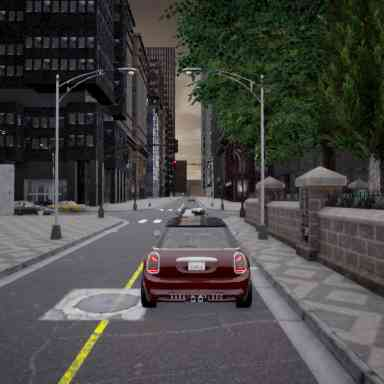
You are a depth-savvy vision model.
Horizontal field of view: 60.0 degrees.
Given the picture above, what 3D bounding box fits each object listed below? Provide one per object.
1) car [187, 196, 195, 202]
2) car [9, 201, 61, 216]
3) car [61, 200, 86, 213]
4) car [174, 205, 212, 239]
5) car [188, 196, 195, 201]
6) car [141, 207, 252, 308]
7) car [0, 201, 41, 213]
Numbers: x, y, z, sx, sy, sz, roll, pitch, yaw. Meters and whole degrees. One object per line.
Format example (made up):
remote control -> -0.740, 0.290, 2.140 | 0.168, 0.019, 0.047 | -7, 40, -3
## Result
car -> -0.172, 1.732, 79.721 | 2.033, 1.411, 5.357 | 0, 0, 0
car -> -14.702, 1.518, 30.156 | 4.403, 1.369, 2.008 | 0, -1, 0
car -> -14.852, 1.676, 38.680 | 4.829, 1.417, 1.752 | 0, -1, 0
car -> 0.059, 1.542, 18.228 | 1.812, 1.442, 4.674 | 0, 0, 0
car -> -0.194, 1.712, 90.140 | 1.812, 1.442, 4.674 | 0, 0, 0
car -> 0.081, 1.357, 8.102 | 2.097, 1.767, 4.553 | 0, 0, 0
car -> -20.195, 1.708, 38.698 | 4.403, 1.369, 2.008 | 0, -1, 0
